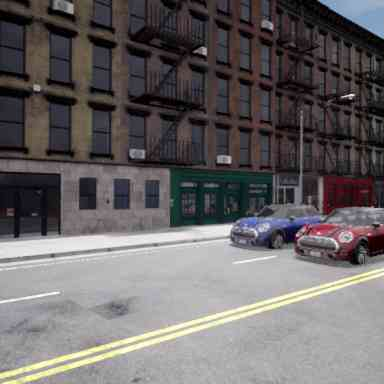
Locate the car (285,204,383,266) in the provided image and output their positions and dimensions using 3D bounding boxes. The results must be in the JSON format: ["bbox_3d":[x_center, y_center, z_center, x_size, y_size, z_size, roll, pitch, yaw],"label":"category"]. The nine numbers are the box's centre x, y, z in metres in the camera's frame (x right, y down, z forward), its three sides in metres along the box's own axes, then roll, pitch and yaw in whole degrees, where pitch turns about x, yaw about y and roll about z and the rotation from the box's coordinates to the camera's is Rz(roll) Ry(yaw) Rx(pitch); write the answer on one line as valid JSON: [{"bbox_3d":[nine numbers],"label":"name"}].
[{"bbox_3d":[5.689,1.354,11.707,4.553,1.767,2.097,0,0,-35],"label":"car"}]

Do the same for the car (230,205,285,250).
[{"bbox_3d":[3.804,1.354,14.356,4.553,1.767,2.097,0,0,-35],"label":"car"}]
